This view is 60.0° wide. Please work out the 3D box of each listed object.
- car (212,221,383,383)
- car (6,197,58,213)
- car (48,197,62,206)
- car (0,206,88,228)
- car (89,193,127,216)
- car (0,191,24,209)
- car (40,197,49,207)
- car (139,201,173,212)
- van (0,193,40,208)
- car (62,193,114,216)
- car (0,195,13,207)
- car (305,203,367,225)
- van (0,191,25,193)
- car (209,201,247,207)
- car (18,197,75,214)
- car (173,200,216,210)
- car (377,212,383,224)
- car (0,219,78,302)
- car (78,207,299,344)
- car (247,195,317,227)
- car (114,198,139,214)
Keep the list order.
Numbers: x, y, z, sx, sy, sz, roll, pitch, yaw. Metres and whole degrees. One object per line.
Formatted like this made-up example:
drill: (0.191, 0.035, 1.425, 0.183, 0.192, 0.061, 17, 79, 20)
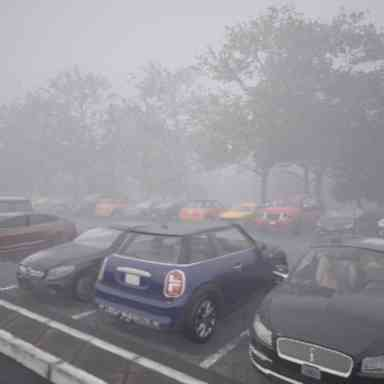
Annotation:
car: (2.599, 1.516, 5.275, 2.231, 1.521, 4.892, 0, 0, 36)
car: (-16.924, 1.295, 35.403, 2.002, 1.452, 4.674, 1, 0, 36)
car: (-10.126, 1.355, 30.550, 2.163, 1.488, 4.792, 1, 0, 36)
car: (-6.464, 1.466, 11.743, 2.163, 1.488, 4.792, 1, 0, 36)
car: (-5.635, 1.245, 27.250, 2.185, 1.767, 4.553, 1, 0, 36)
car: (-23.725, 0.930, 40.251, 2.435, 2.045, 5.566, 1, 0, 36)
car: (-12.398, 1.304, 32.156, 2.231, 1.521, 4.892, 1, 0, 36)
car: (-1.097, 1.414, 24.022, 2.097, 1.535, 5.008, 1, 0, 36)
van: (-8.826, 1.189, 13.331, 1.878, 1.987, 4.442, 1, 0, 36)
car: (-7.893, 1.098, 28.876, 2.435, 2.045, 5.566, 1, 0, 36)
car: (-25.864, 1.154, 42.051, 1.946, 1.575, 5.366, 1, 0, 36)
car: (7.957, 1.497, 17.531, 2.231, 1.521, 4.892, 0, 0, 36)
van: (-21.515, 0.980, 38.554, 1.878, 1.987, 4.442, 1, 0, 36)
car: (3.432, 1.455, 20.780, 2.097, 1.535, 5.008, 1, 0, 36)
car: (-14.661, 1.279, 33.780, 2.097, 1.535, 5.008, 1, 0, 36)
car: (1.149, 1.310, 22.375, 2.185, 1.767, 4.553, 1, 0, 36)
car: (10.234, 1.388, 15.926, 2.185, 1.767, 4.553, 0, 0, 36)
car: (-1.925, 1.517, 8.521, 2.002, 1.452, 4.674, 1, 0, 36)
car: (0.316, 1.371, 6.869, 2.185, 1.767, 4.553, 0, 0, 36)
car: (5.677, 1.224, 19.127, 2.435, 2.045, 5.566, 1, 0, 36)
car: (-3.354, 1.433, 25.653, 2.002, 1.452, 4.674, 1, 0, 36)
